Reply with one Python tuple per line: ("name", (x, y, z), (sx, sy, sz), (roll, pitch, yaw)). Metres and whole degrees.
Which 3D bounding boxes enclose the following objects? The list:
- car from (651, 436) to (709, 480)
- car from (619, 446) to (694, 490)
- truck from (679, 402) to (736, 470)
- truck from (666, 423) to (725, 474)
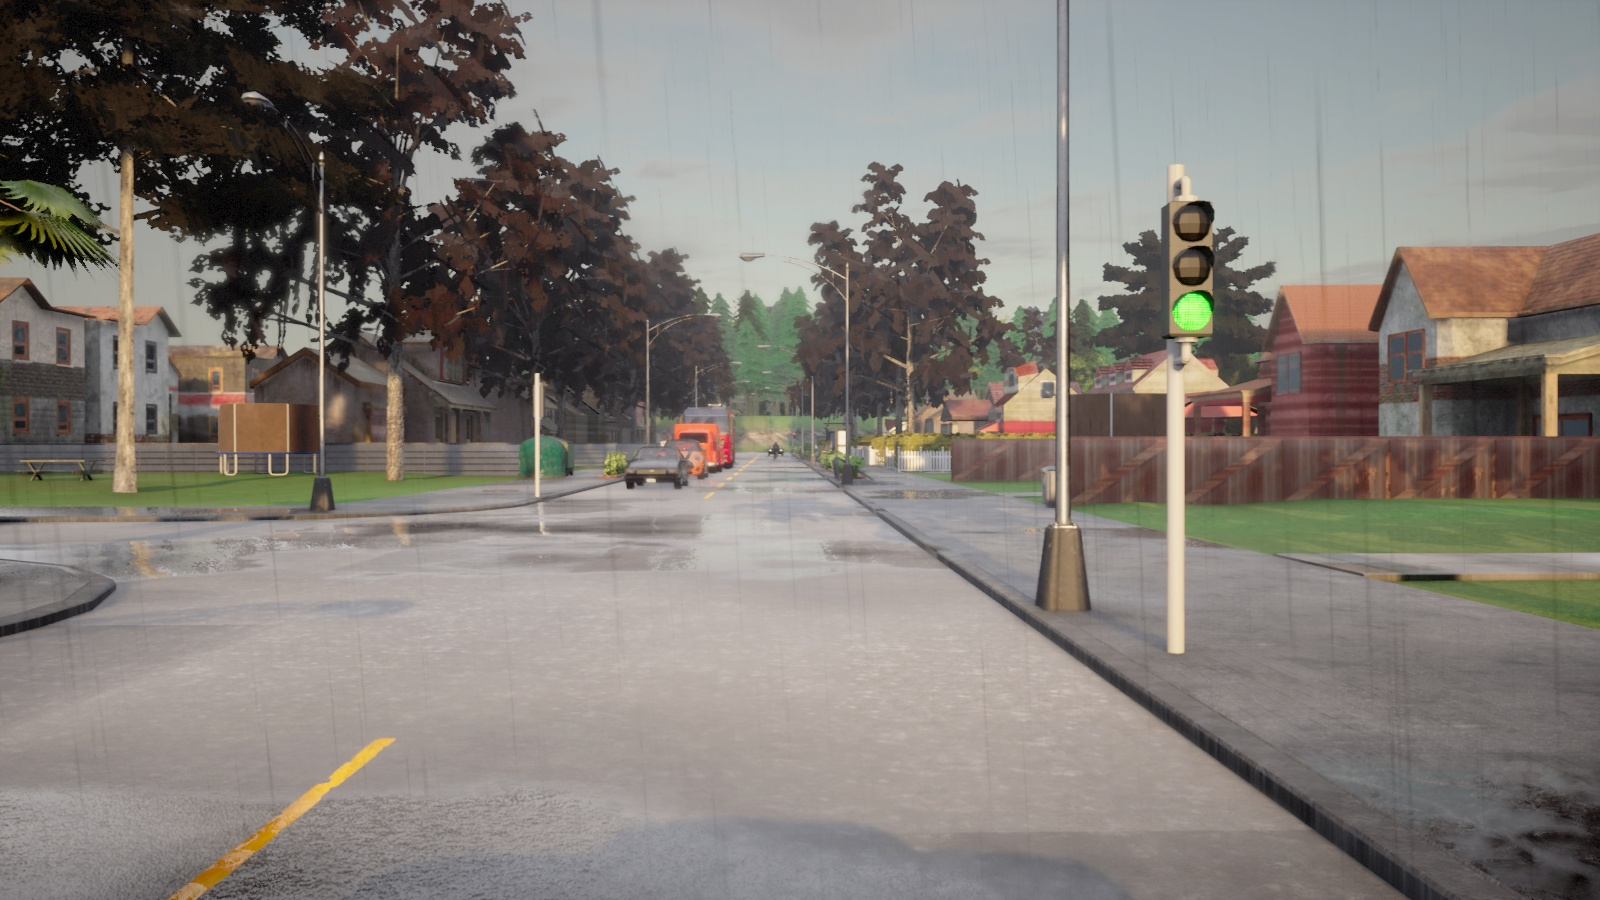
("car", (-4.986, 0.329, 52.827), (2.097, 1.767, 4.553), (0, 0, -1))
("car", (-4.790, 0.571, 42.673), (2.033, 1.411, 5.357), (0, 0, -1))
("truck", (-5.424, -0.808, 74.950), (2.891, 3.827, 8.468), (0, 0, -1))
("truck", (-5.190, -0.069, 63.058), (2.627, 2.467, 5.204), (0, 0, -1))
